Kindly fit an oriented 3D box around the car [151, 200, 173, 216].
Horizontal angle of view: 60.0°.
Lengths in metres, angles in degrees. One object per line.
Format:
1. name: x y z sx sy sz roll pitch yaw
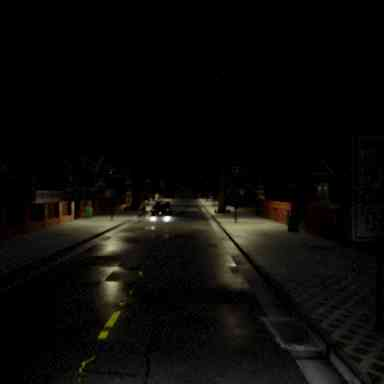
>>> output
1. car: -2.851 1.509 32.522 2.033 1.411 5.357 0 0 0
